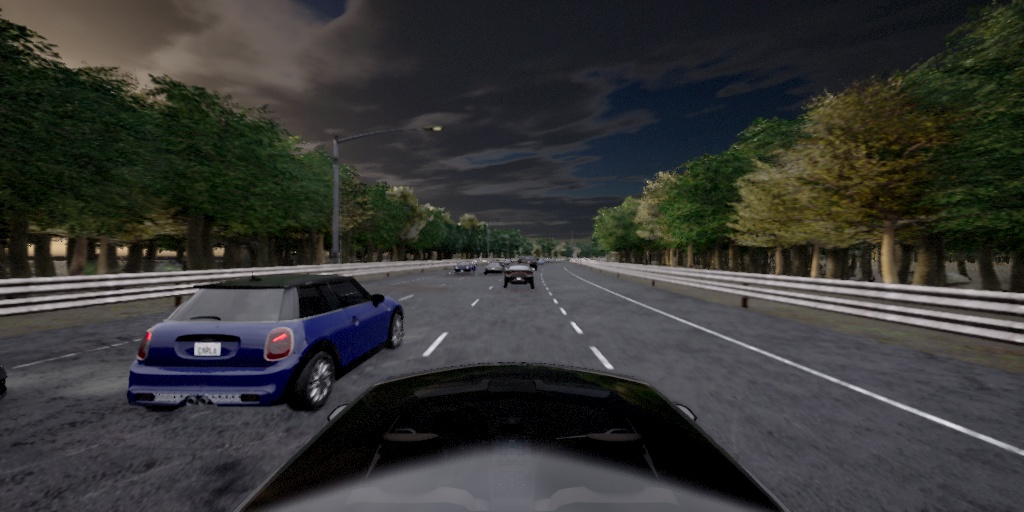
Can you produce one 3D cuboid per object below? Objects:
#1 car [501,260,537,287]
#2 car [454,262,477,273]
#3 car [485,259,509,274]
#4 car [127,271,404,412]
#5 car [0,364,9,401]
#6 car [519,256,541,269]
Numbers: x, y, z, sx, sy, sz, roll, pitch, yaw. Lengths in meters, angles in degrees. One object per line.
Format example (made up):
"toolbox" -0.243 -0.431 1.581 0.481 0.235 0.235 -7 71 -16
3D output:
"car" 0.531 1.236 24.378 1.882 1.535 5.008 0 0 3
"car" -5.357 1.344 42.154 1.895 1.301 4.718 0 0 5
"car" -1.876 1.320 41.227 1.994 1.385 4.181 0 0 5
"car" -3.478 1.089 6.244 2.097 1.767 4.553 0 0 1
"car" -6.990 1.230 2.211 1.837 1.490 4.892 0 0 0
"car" 2.656 1.001 52.337 2.150 2.045 5.566 0 0 6
